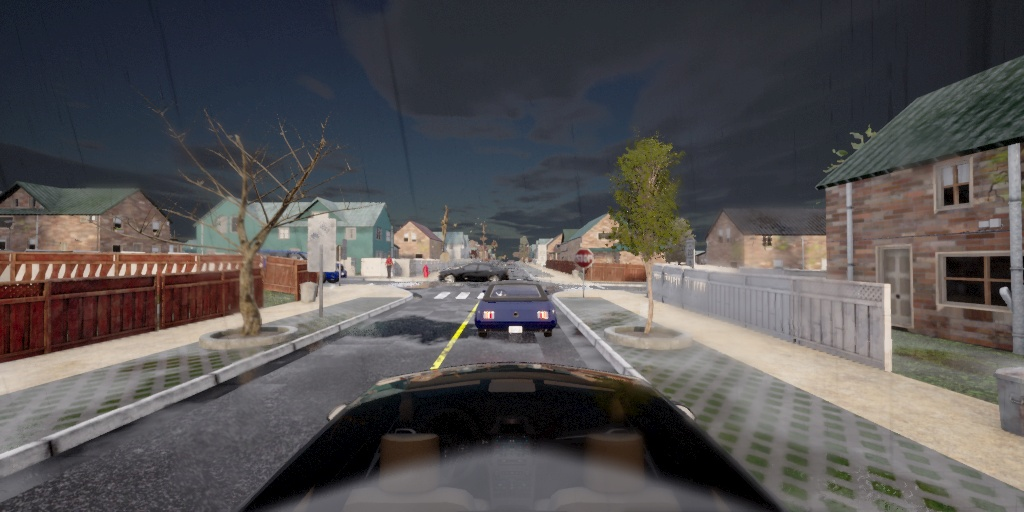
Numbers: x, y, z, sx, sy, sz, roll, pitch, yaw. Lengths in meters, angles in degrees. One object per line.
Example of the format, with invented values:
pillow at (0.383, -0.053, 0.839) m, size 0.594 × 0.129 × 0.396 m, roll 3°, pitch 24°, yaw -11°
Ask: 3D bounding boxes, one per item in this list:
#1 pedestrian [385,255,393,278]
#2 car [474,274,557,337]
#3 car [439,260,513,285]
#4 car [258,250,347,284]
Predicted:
pedestrian at (-9.682, 0.796, 28.264) m, size 0.375 × 1.860 × 0.375 m, roll 0°, pitch -2°, yaw 0°
car at (0.081, 1.355, 10.239) m, size 1.895 × 1.301 × 4.718 m, roll 0°, pitch 0°, yaw 0°
car at (-2.628, 1.242, 25.362) m, size 5.008 × 1.535 × 1.882 m, roll 1°, pitch -1°, yaw 0°
car at (-13.368, 0.697, 22.423) m, size 5.566 × 2.045 × 2.150 m, roll 1°, pitch -1°, yaw -1°
